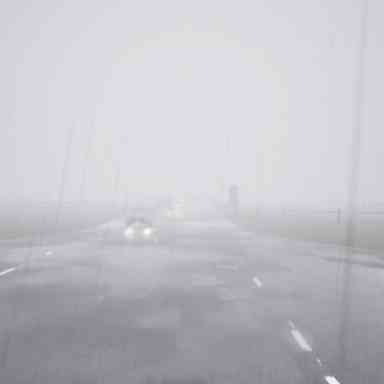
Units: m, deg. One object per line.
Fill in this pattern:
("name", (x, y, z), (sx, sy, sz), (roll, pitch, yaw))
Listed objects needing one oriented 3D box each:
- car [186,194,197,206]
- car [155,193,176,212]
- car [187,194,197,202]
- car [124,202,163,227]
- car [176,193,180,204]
("car", (-0.017, 1.523, 57.978), (2.128, 1.511, 4.902), (0, 1, 0))
("car", (-3.600, 1.437, 43.638), (2.150, 2.045, 5.566), (0, 0, 0))
("car", (-0.020, 1.238, 68.395), (1.837, 1.490, 4.892), (0, 1, 0))
("car", (-3.606, 1.692, 24.629), (2.033, 1.411, 5.357), (0, 0, 0))
("car", (-3.519, 1.259, 62.530), (2.150, 2.045, 5.566), (0, 1, 0))
